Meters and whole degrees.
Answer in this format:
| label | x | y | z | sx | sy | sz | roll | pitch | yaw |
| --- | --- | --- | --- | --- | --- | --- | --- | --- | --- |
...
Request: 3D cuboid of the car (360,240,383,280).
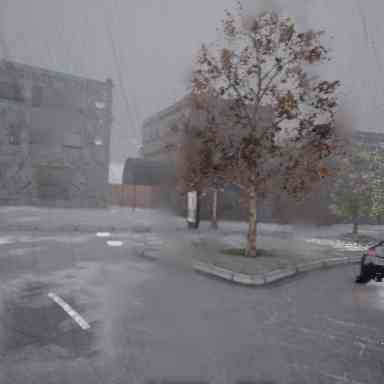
| label | x | y | z | sx | sy | sz | roll | pitch | yaw |
| --- | --- | --- | --- | --- | --- | --- | --- | --- | --- |
| car | 6.833 | 2.002 | 10.198 | 4.181 | 1.385 | 1.994 | 6 | -3 | -44 |
